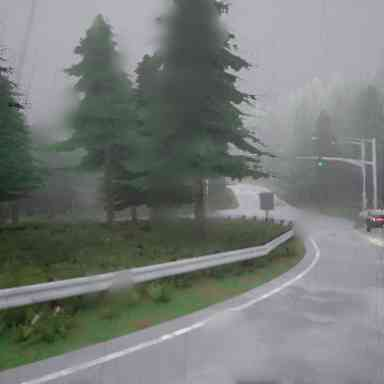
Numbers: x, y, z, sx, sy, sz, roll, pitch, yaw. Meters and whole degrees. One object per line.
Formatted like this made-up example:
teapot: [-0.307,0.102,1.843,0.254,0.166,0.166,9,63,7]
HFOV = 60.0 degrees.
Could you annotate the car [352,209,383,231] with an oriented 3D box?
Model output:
car: [13.359,2.053,24.610,1.837,1.490,4.892,-2,-1,11]

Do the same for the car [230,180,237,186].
car: [9.339,-2.482,81.285,2.097,1.767,4.553,-4,7,-17]
